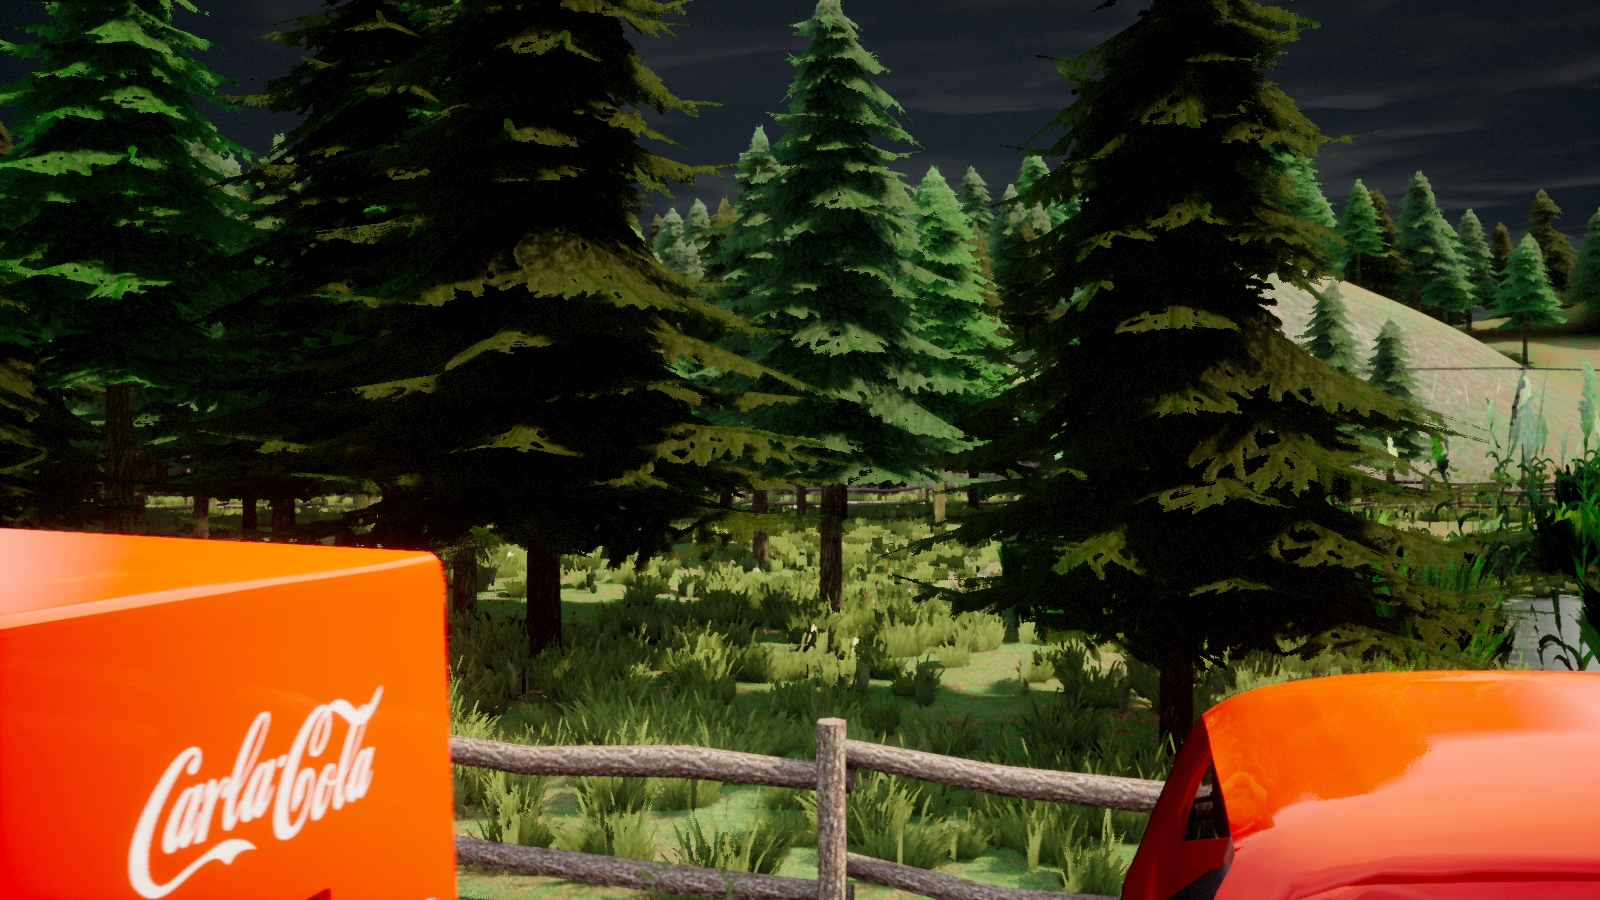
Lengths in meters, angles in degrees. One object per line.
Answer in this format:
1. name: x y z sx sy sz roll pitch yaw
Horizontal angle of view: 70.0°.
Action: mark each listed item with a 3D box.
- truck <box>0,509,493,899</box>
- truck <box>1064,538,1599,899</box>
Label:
1. truck: -4.257 1.544 4.592 5.204 2.467 2.627 1 0 16
2. truck: 3.315 1.516 2.352 5.204 2.467 2.627 -1 0 16
